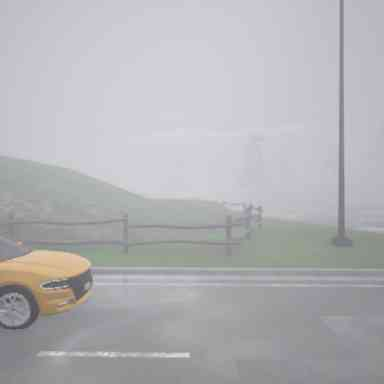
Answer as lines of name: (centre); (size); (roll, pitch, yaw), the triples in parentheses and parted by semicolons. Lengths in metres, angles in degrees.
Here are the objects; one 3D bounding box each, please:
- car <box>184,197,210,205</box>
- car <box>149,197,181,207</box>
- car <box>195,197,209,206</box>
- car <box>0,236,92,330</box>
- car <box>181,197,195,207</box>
car: (0.886, 1.585, 60.506); (4.674, 1.442, 1.812); (0, 0, 34)
car: (-4.455, 1.570, 51.215); (4.674, 1.442, 1.812); (0, 0, 35)
car: (-0.184, 1.547, 57.027); (4.902, 1.511, 2.128); (0, 0, 35)
car: (-4.471, 1.479, 6.342); (5.008, 1.535, 1.882); (0, 0, 1)
car: (-2.255, 1.614, 53.911); (4.181, 1.385, 1.994); (0, 0, 35)
